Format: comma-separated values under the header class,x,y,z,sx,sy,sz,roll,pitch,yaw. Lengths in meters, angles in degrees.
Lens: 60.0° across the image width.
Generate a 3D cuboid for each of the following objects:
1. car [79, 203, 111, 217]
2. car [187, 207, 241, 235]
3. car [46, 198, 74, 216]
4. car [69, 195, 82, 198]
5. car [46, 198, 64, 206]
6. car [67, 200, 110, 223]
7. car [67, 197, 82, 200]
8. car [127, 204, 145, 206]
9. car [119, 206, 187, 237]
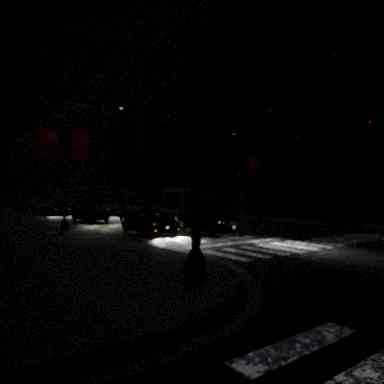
class,x,y,z,sx,sy,sz,roll,pitch,yaw
car,-10.633,1.874,36.280,1.895,1.301,4.718,1,-1,-36
car,0.874,1.691,20.285,2.128,1.511,4.902,1,-1,-36
car,-14.588,1.743,36.228,1.837,1.490,4.892,1,-1,-35
car,-23.187,1.697,65.228,2.150,2.045,5.566,1,-1,-36
car,-26.472,1.926,64.223,2.128,1.511,4.902,1,-1,-36
car,-8.518,1.677,27.767,1.882,1.535,5.008,1,-1,-36
car,-20.399,1.999,55.773,1.895,1.301,4.718,1,-1,-36
car,-4.540,1.760,27.798,1.812,1.442,4.674,1,-1,-36
car,-2.465,1.723,19.335,1.994,1.385,4.181,1,-1,-36
